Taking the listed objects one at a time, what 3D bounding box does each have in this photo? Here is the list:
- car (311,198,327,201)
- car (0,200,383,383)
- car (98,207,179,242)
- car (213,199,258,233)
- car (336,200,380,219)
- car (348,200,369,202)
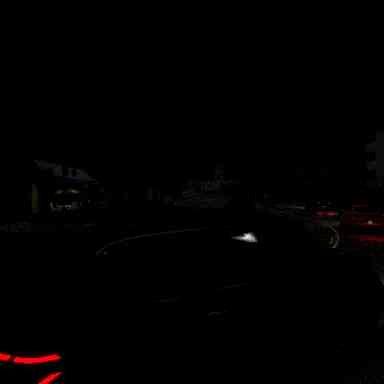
[{"bbox_3d":[15.489,1.491,41.004,2.128,1.511,4.902,0,0,2],"label":"car"},{"bbox_3d":[0.328,1.218,4.131,5.566,2.045,2.150,1,0,-41],"label":"car"},{"bbox_3d":[-2.640,1.564,17.315,1.994,1.385,4.181,0,0,30],"label":"car"},{"bbox_3d":[2.815,1.352,20.551,2.097,1.767,4.553,0,0,16],"label":"car"},{"bbox_3d":[14.947,1.503,30.246,1.837,1.490,4.892,0,0,4],"label":"car"},{"bbox_3d":[10.135,1.477,19.906,1.882,1.535,5.008,0,0,17],"label":"car"}]
